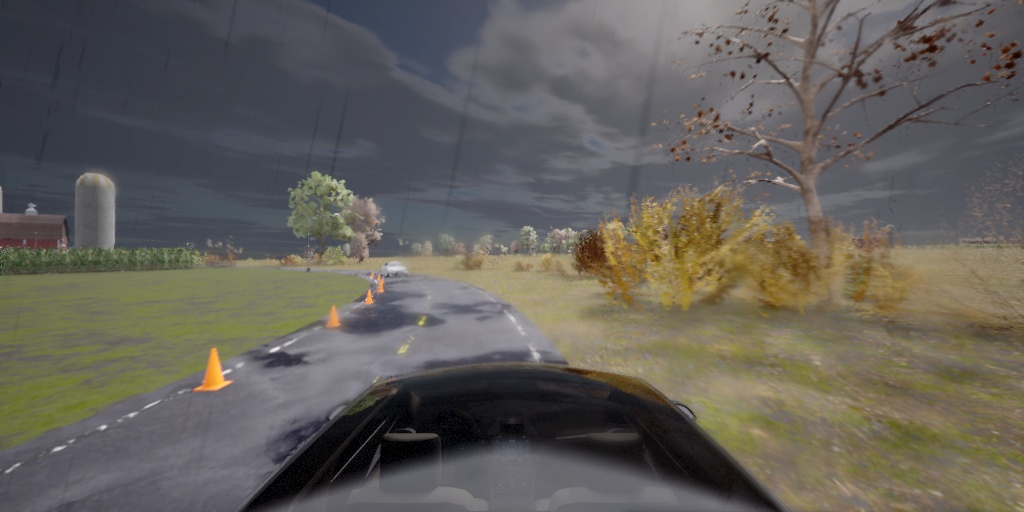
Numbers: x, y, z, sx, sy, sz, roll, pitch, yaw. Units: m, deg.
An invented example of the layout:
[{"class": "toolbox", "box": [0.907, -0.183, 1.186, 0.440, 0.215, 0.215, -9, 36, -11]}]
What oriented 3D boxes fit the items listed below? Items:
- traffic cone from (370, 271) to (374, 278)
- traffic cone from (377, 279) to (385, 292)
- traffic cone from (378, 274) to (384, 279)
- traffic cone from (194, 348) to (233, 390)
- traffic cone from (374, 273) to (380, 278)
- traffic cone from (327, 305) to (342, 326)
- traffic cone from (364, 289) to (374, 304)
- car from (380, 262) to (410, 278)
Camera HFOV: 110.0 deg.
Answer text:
[{"class": "traffic cone", "box": [-12.839, 1.698, 33.033, 0.340, 0.580, 0.340, 0, 0, -29]}, {"class": "traffic cone", "box": [-7.209, 1.682, 19.750, 0.340, 0.580, 0.340, 0, 0, -17]}, {"class": "traffic cone", "box": [-8.759, 1.681, 24.311, 0.340, 0.580, 0.340, 0, 0, -21]}, {"class": "traffic cone", "box": [-4.617, 1.724, 5.558, 0.340, 0.580, 0.340, 0, 0, -4]}, {"class": "traffic cone", "box": [-10.639, 1.686, 28.746, 0.340, 0.580, 0.340, 0, 0, -25]}, {"class": "traffic cone", "box": [-5.132, 1.705, 10.348, 0.340, 0.580, 0.340, 0, 0, -8]}, {"class": "traffic cone", "box": [-5.998, 1.690, 15.087, 0.340, 0.580, 0.340, 0, 0, -12]}, {"class": "car", "box": [-11.208, 1.265, 34.084, 1.812, 1.442, 4.674, 0, 0, -30]}]
